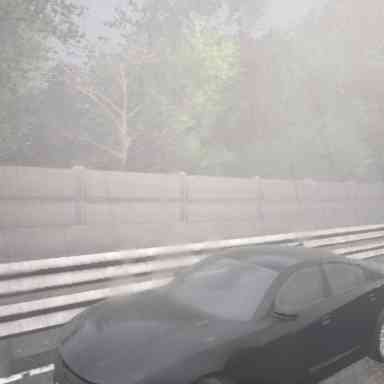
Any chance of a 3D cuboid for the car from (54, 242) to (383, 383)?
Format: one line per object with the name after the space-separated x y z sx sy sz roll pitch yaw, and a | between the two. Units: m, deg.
0.898 1.486 4.316 5.008 1.535 1.882 0 0 -35 | car
